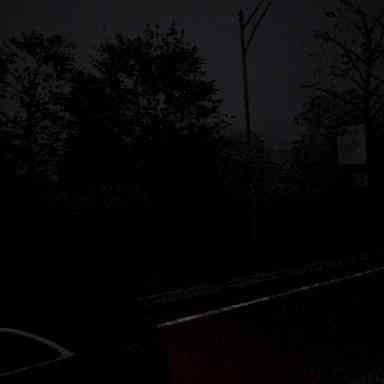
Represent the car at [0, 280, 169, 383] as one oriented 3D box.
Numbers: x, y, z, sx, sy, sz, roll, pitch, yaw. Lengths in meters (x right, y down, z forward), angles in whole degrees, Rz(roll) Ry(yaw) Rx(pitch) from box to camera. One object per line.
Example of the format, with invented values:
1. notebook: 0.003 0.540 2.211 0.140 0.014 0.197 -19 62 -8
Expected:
1. car: -2.468 1.485 2.107 4.902 1.511 2.128 1 0 -36
